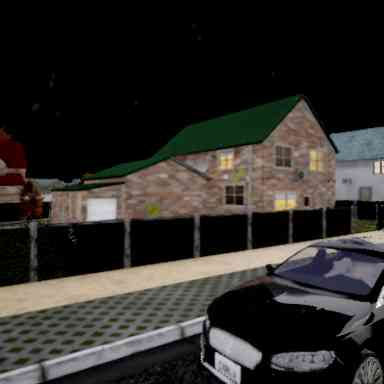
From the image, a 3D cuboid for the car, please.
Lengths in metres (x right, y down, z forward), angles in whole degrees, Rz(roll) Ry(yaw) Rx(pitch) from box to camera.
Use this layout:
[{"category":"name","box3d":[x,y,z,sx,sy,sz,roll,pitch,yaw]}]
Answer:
[{"category":"car","box3d":[2.338,1.476,4.752,4.902,1.511,2.128,0,0,-36]}]
